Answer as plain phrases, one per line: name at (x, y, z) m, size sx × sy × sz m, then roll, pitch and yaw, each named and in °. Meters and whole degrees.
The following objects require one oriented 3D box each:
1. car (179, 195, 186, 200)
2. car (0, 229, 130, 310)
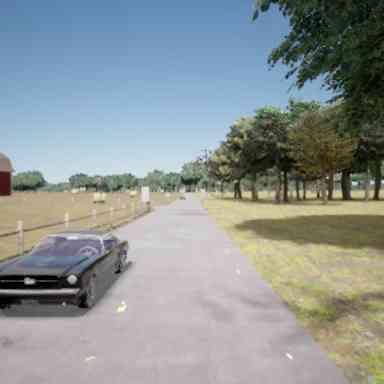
car at (-2.744, 1.628, 95.531) m, size 2.033 × 1.411 × 5.357 m, roll 0°, pitch 0°, yaw 0°
car at (-2.850, 1.644, 8.047) m, size 1.895 × 1.301 × 4.718 m, roll 0°, pitch 0°, yaw 0°
